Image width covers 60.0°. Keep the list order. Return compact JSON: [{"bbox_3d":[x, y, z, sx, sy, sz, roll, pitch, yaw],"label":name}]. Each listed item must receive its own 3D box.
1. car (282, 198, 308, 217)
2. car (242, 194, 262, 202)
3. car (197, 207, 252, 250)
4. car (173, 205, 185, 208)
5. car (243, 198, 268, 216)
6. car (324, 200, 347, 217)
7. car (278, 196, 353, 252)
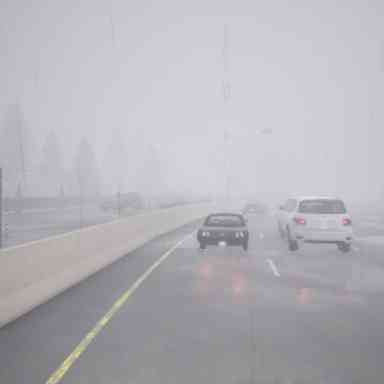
[{"bbox_3d":[9.883,1.399,31.710,2.128,1.511,4.902,0,0,21],"label":"car"},{"bbox_3d":[12.727,1.292,70.331,2.128,1.511,4.902,0,0,40],"label":"car"},{"bbox_3d":[1.453,1.552,14.147,1.895,1.301,4.718,0,0,9],"label":"car"},{"bbox_3d":[-2.241,1.372,39.523,1.812,1.442,4.674,0,0,23],"label":"car"},{"bbox_3d":[5.969,1.425,31.260,1.812,1.442,4.674,0,0,19],"label":"car"},{"bbox_3d":[13.735,1.517,32.064,1.895,1.301,4.718,0,0,22],"label":"car"},{"bbox_3d":[4.969,1.182,14.014,2.150,2.045,5.566,0,0,9],"label":"car"}]
